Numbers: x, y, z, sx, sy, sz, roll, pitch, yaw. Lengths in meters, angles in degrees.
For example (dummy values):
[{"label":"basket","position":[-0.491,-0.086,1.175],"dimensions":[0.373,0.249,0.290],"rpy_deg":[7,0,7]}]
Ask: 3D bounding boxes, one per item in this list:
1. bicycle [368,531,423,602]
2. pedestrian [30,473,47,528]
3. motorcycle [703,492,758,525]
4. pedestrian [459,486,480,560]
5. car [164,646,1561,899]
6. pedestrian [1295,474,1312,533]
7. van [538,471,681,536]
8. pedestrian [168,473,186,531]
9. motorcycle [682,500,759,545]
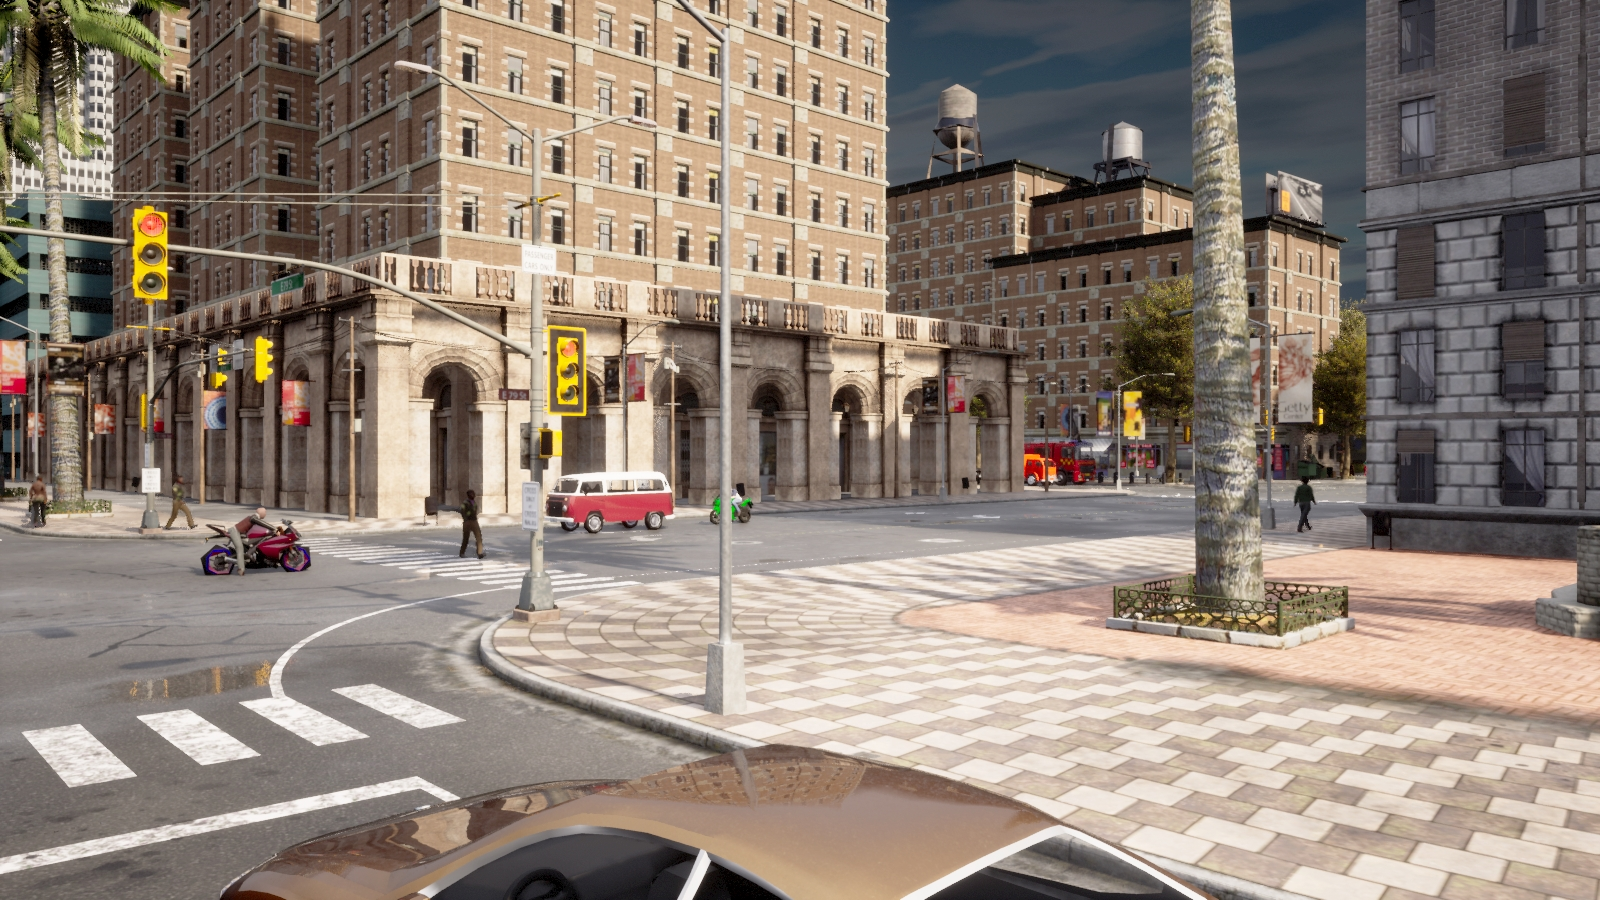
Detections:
[{"label":"bicycle","position":[-7.739,2.206,21.817],"dimensions":[0.373,1.196,1.643],"rpy_deg":[0,0,-42]},{"label":"pedestrian","position":[-25.707,1.696,38.563],"dimensions":[0.375,1.860,0.375],"rpy_deg":[0,0,-17]},{"label":"motorcycle","position":[-2.608,2.213,43.140],"dimensions":[2.033,1.145,0.803],"rpy_deg":[0,0,-43]},{"label":"pedestrian","position":[-8.413,1.849,29.059],"dimensions":[0.375,1.860,0.375],"rpy_deg":[0,0,40]},{"label":"car","position":[-0.308,1.992,4.309],"dimensions":[5.027,1.651,2.152],"rpy_deg":[0,0,42]},{"label":"pedestrian","position":[16.057,1.697,36.418],"dimensions":[0.375,1.860,0.375],"rpy_deg":[0,0,-41]},{"label":"van","position":[-6.553,1.783,39.554],"dimensions":[4.480,2.038,2.069],"rpy_deg":[0,0,-42]},{"label":"pedestrian","position":[-20.358,1.696,37.334],"dimensions":[0.375,1.860,0.375],"rpy_deg":[0,0,-1]},{"label":"motorcycle","position":[-2.427,2.205,35.063],"dimensions":[2.209,1.251,0.867],"rpy_deg":[0,0,-28]}]
